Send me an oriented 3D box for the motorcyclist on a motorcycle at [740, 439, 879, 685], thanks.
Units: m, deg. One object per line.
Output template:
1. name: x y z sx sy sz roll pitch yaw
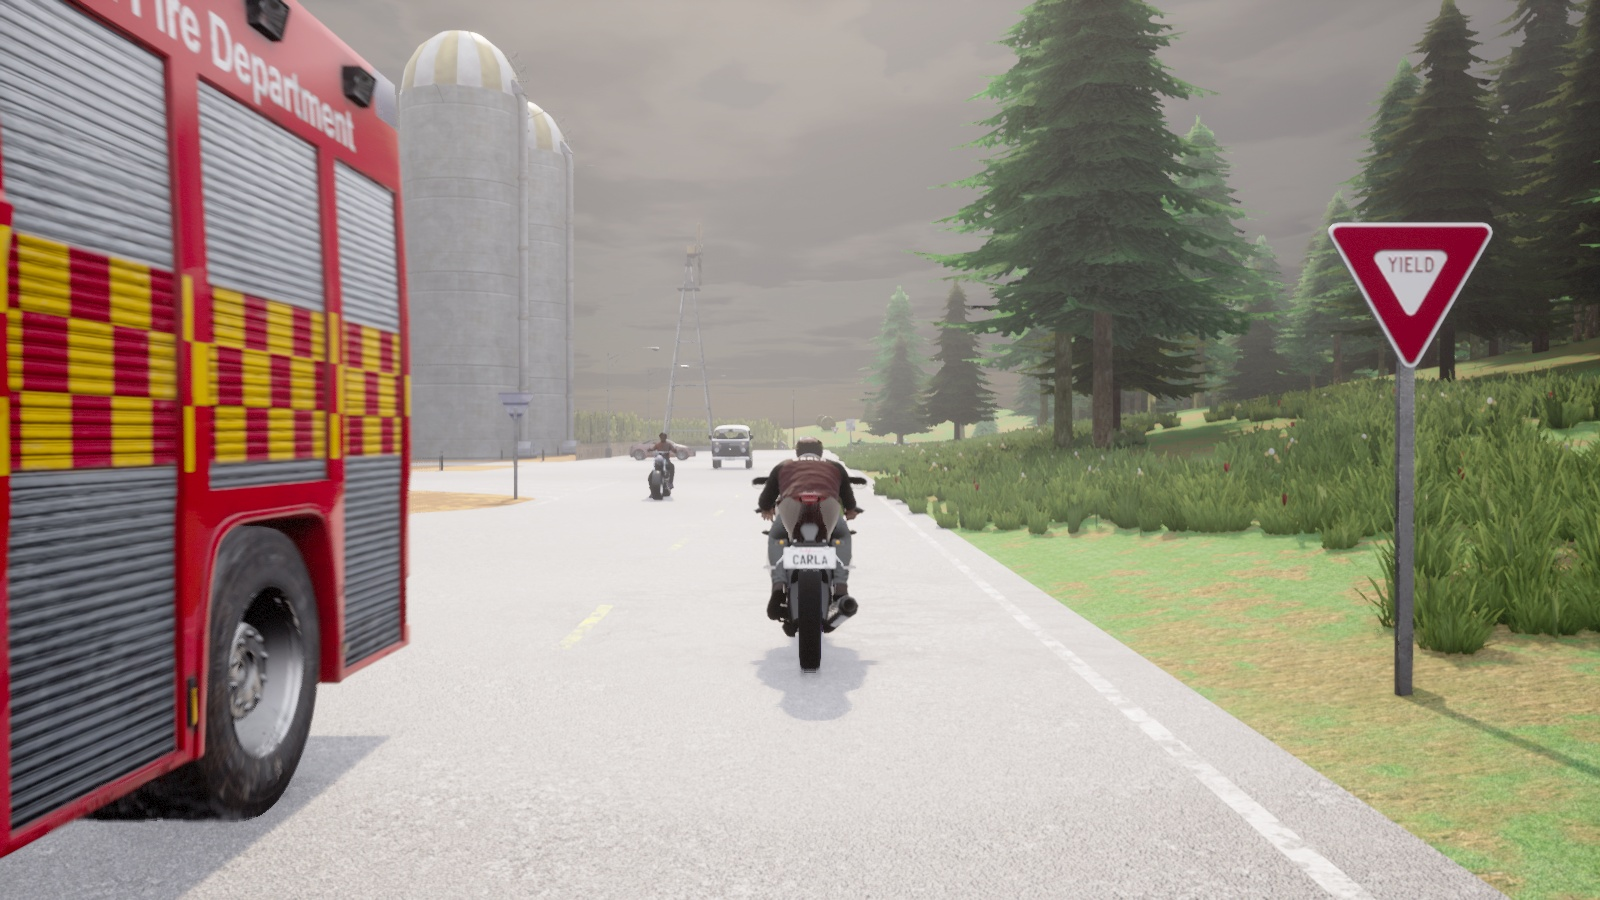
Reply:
1. motorcyclist on a motorcycle: 0.066 0.688 8.911 0.866 1.530 2.191 0 0 0

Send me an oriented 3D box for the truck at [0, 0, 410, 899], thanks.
1. truck: -3.472 -0.445 2.194 2.891 3.827 8.468 0 1 0

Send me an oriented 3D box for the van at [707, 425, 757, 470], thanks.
1. van: -3.156 -0.145 58.839 2.069 2.038 4.480 0 1 0

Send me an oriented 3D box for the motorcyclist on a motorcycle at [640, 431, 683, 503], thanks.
1. motorcyclist on a motorcycle: -3.319 0.379 30.237 0.766 1.649 2.350 0 1 0
